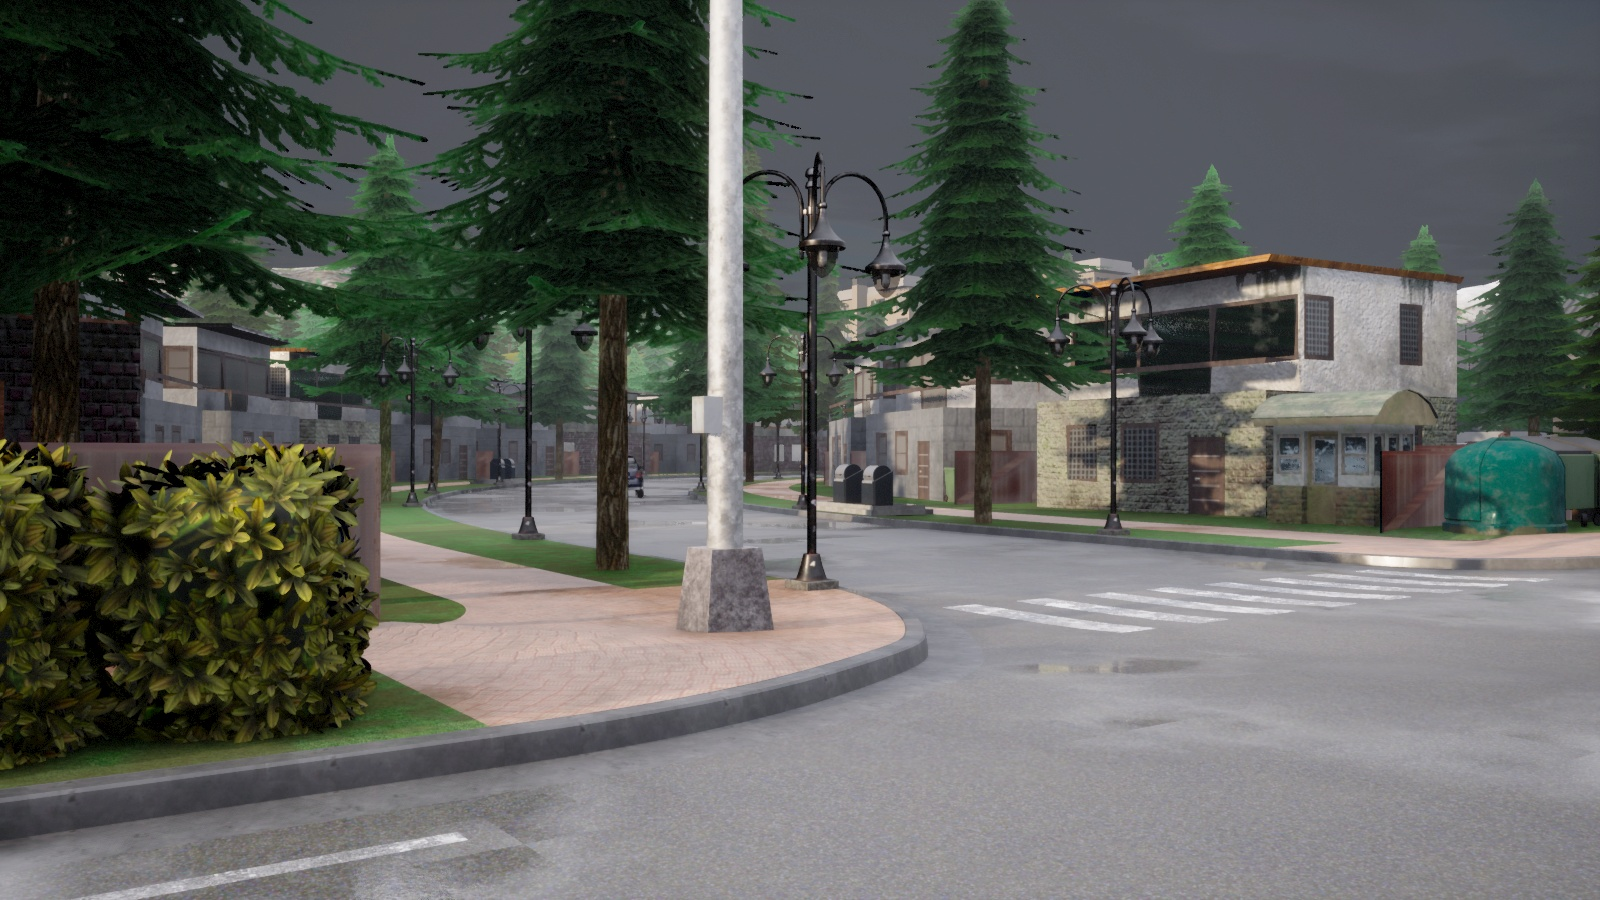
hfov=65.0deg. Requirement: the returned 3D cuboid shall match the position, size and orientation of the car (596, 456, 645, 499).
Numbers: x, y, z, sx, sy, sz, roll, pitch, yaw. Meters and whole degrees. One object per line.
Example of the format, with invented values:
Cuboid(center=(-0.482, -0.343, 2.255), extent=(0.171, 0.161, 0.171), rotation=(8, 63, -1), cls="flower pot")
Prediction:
Cuboid(center=(-6.781, 1.011, 47.315), extent=(1.789, 1.549, 3.705), rotation=(0, 0, -9), cls="car")
